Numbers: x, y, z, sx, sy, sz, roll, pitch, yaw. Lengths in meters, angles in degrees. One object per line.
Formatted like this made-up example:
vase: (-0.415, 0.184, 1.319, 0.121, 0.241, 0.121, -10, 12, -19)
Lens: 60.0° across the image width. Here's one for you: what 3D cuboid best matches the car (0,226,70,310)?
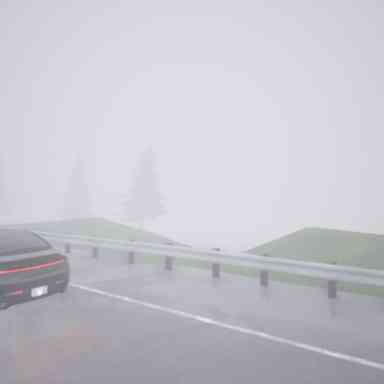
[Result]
car: (-4.691, 1.517, 7.290, 4.892, 1.490, 1.837, 0, 0, 35)
